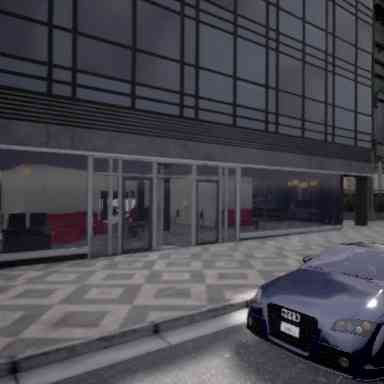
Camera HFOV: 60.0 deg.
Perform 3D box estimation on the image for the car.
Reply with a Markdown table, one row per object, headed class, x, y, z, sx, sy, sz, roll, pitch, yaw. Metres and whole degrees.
| class | x | y | z | sx | sy | sz | roll | pitch | yaw |
| --- | --- | --- | --- | --- | --- | --- | --- | --- | --- |
| car | 2.876 | 1.566 | 5.400 | 4.181 | 1.385 | 1.994 | 0 | 0 | -35 |
